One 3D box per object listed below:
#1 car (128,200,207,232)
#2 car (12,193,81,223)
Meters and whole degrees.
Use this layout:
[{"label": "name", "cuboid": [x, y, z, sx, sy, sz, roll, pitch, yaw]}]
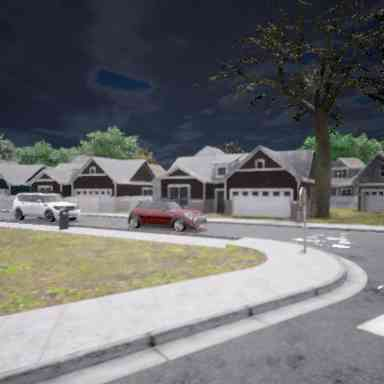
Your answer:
[{"label": "car", "cuboid": [-1.390, 1.246, 18.935, 4.553, 1.767, 2.097, 0, 0, 30]}, {"label": "car", "cuboid": [-10.661, 1.087, 24.170, 5.566, 2.045, 2.150, 0, 0, 29]}]
